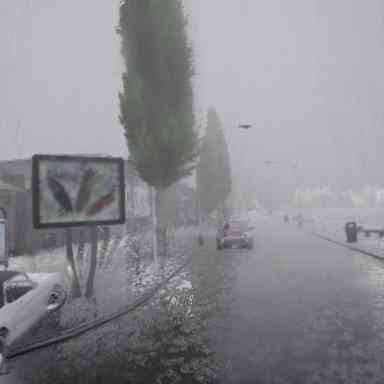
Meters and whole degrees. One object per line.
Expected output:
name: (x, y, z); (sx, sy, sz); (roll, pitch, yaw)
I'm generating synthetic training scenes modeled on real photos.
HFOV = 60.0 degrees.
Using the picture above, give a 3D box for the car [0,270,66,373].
car: (-3.889, 2.112, 6.129); (1.895, 1.301, 4.718); (-1, -3, -7)

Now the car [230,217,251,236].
car: (5.037, 3.423, 34.014); (1.882, 1.535, 5.008); (-3, -3, 10)

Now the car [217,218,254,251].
car: (2.739, 2.559, 20.682); (2.097, 1.767, 4.553); (-3, -4, 10)

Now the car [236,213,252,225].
car: (7.689, 3.952, 49.044); (2.128, 1.511, 4.902); (-3, -4, 10)
